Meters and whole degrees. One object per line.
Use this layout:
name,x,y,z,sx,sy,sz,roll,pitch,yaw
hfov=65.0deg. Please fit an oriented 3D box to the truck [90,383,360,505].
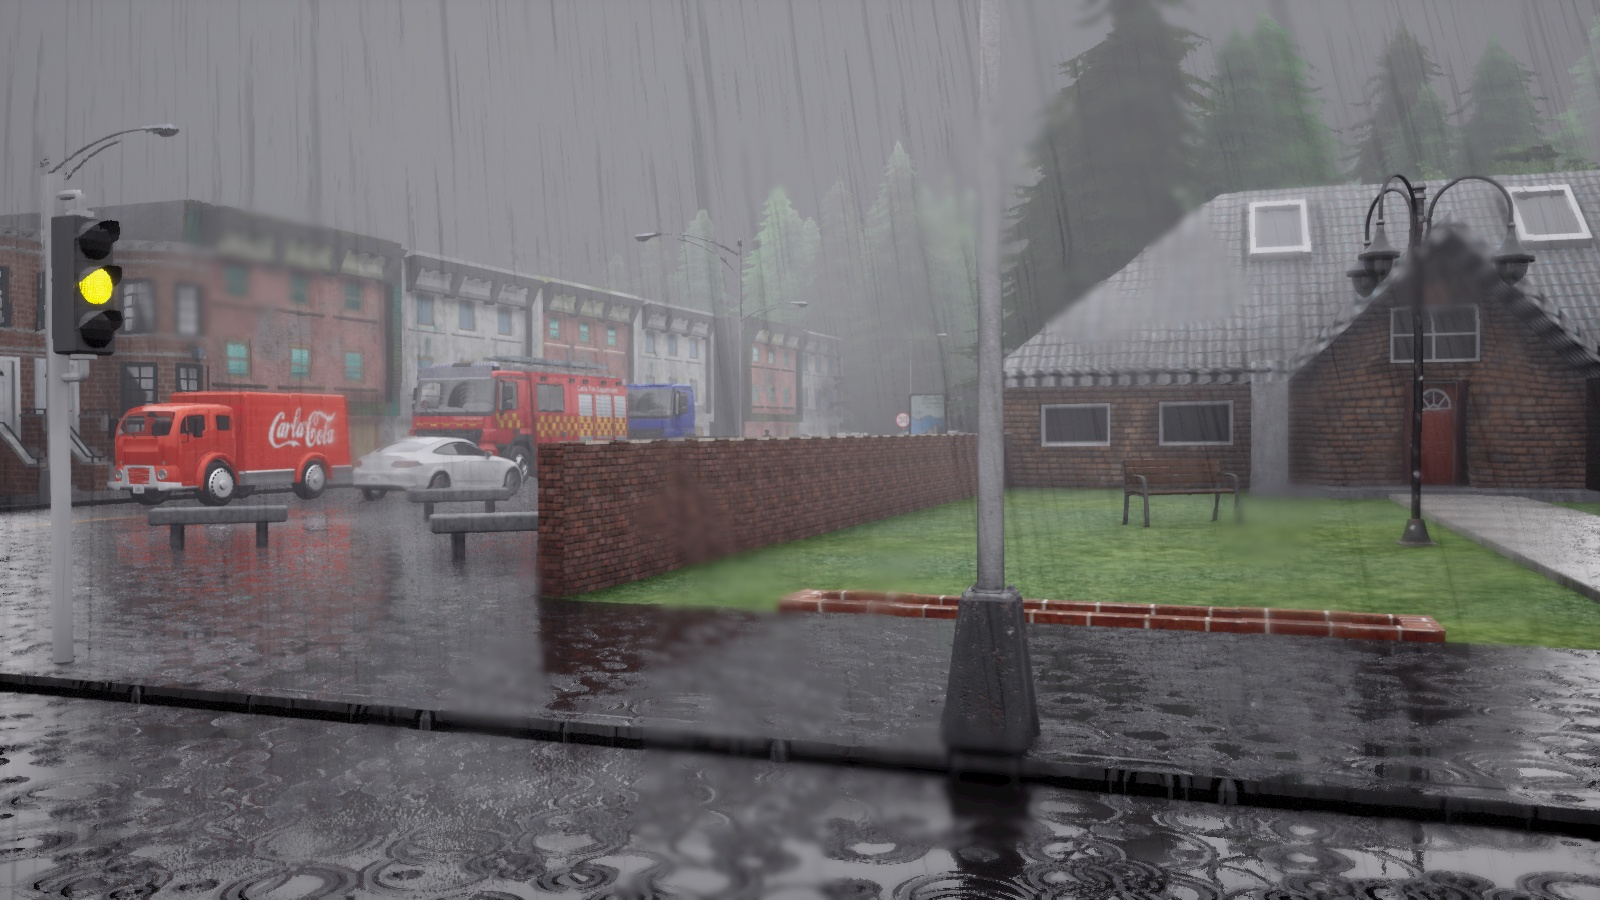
truck,-12.732,-0.161,28.262,2.627,2.467,5.204,1,1,20

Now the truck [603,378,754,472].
truck,-4.694,-0.980,50.418,2.891,3.462,7.936,1,1,20

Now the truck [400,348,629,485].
truck,-8.667,-1.003,39.476,2.891,3.827,8.468,1,1,20

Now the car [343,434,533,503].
car,-8.221,0.357,28.991,1.812,1.442,4.674,1,1,20
